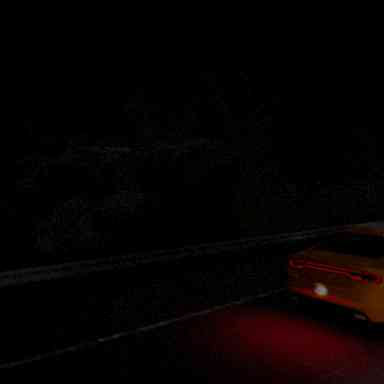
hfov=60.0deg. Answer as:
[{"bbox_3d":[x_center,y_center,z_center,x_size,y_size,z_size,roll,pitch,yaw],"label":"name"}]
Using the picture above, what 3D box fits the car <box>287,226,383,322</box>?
[{"bbox_3d":[4.070,1.465,7.020,5.008,1.535,1.882,0,0,-38],"label":"car"}]
